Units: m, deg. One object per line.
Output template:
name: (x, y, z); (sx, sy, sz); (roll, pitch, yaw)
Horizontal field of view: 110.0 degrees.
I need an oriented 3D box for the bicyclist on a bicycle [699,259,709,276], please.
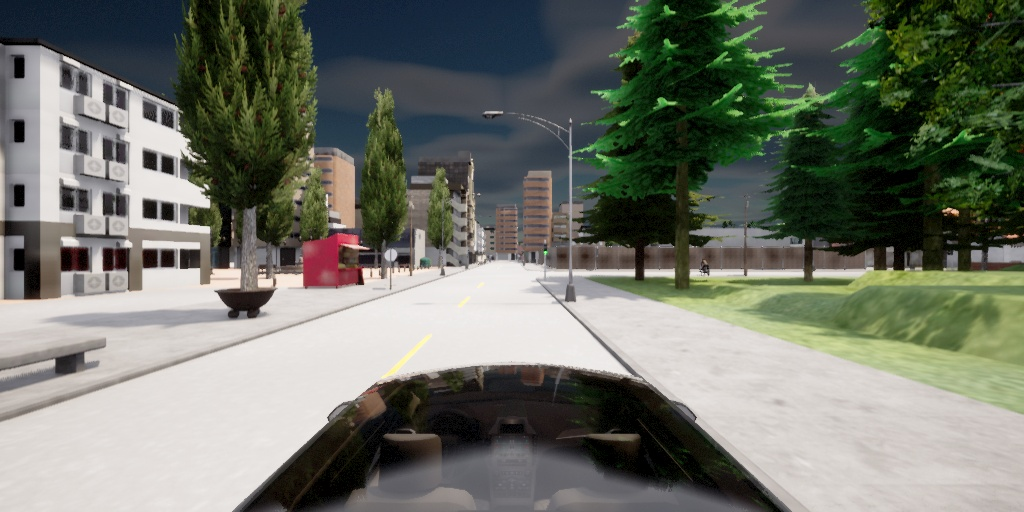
bicyclist on a bicycle: (18.108, 1.074, 33.791); (0.582, 1.620, 1.656); (0, 0, 0)
